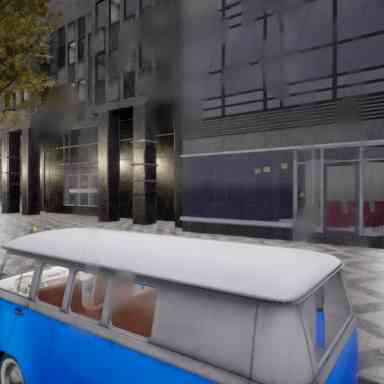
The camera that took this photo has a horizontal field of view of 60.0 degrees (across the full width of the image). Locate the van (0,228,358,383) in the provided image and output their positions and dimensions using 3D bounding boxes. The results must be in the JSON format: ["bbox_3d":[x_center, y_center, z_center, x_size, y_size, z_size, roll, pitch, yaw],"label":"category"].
[{"bbox_3d":[-0.500,1.341,3.321,3.998,1.788,1.690,0,0,36],"label":"van"}]
